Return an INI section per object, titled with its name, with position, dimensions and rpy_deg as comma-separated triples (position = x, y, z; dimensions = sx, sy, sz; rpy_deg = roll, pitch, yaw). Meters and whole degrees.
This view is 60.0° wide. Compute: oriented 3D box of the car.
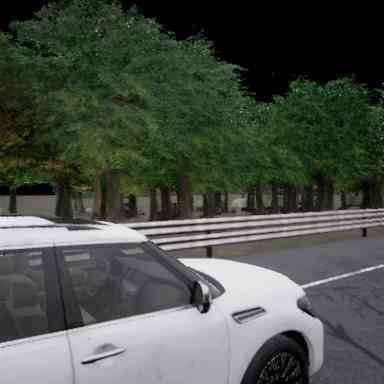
[car]
position = -1.236, 1.222, 2.863
dimensions = 5.566, 2.045, 2.150
rpy_deg = 0, 0, -36
